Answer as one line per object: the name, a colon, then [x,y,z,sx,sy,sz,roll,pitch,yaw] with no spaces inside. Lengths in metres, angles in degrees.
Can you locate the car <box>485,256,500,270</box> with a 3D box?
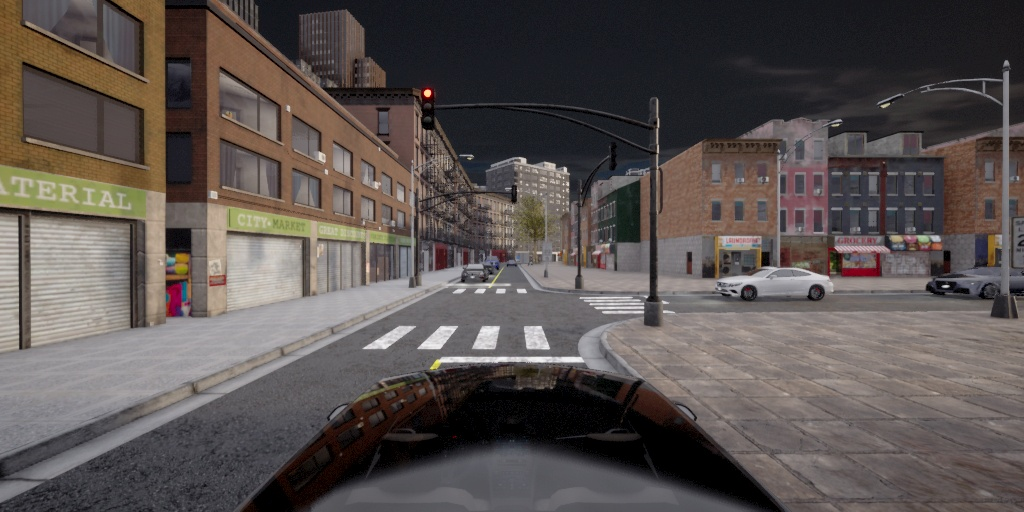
car: [-2.945,0.994,52.020,2.150,2.045,5.566,0,0,0]

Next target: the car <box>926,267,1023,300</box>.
car: [21.659,1.185,16.274,4.181,1.385,1.994,0,0,0]

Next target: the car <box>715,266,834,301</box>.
car: [11.752,1.200,16.221,4.674,1.442,1.812,0,0,1]

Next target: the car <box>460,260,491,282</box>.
car: [-2.902,1.279,28.688,1.812,1.442,4.674,0,0,0]

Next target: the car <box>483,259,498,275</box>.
car: [-2.934,1.308,39.120,2.033,1.411,5.357,0,0,0]
